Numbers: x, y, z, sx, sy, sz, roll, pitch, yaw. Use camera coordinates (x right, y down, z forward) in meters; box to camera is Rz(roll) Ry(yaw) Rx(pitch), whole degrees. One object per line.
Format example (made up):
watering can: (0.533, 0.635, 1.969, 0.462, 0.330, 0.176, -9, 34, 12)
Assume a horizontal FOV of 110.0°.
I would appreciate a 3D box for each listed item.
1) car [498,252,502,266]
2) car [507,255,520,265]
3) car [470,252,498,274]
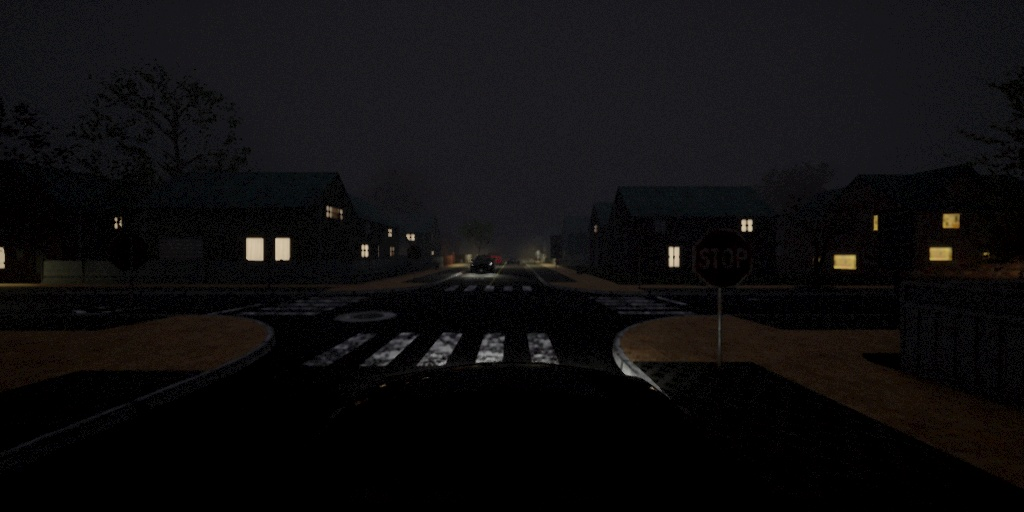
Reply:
car: (-2.617, 0.362, 53.353, 2.150, 2.045, 5.566, 0, 0, 1)
car: (0.201, 0.670, 57.163, 1.994, 1.385, 4.181, 0, 0, 0)
car: (-2.724, 0.686, 34.086, 2.097, 1.767, 4.553, 0, 1, 0)
